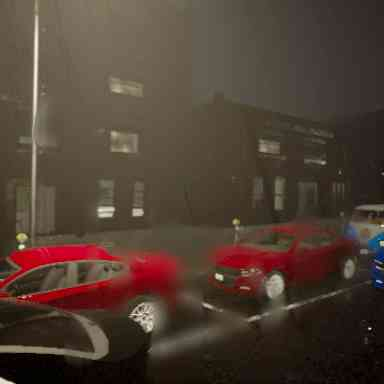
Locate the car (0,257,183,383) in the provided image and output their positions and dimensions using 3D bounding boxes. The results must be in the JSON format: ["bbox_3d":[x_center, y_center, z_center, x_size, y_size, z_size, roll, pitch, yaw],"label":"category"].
[{"bbox_3d":[-2.454,1.508,1.615,4.892,1.490,1.837,0,0,-35],"label":"car"}]

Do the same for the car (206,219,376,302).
[{"bbox_3d":[2.407,1.531,8.262,4.507,1.381,1.887,0,1,-36],"label":"car"}]

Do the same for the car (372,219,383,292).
[{"bbox_3d":[6.115,1.458,7.730,5.008,1.535,1.882,0,0,-35],"label":"car"}]

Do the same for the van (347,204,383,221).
[{"bbox_3d":[7.038,1.316,11.563,3.998,1.788,1.690,0,1,-36],"label":"van"}]

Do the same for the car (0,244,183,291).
[{"bbox_3d":[-2.262,1.543,5.023,4.507,1.381,1.887,0,1,-36],"label":"car"}]
